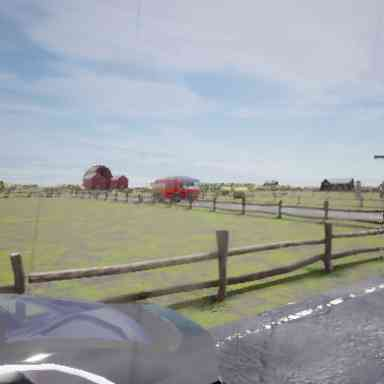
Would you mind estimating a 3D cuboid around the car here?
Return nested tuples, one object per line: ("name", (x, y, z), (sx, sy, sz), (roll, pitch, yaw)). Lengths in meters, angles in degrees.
("car", (-1.984, 1.495, 1.648), (4.902, 1.511, 2.128), (0, 0, -35))

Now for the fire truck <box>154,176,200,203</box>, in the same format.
("fire truck", (-2.398, -0.406, 49.509), (2.891, 3.827, 8.468), (0, 1, -36))
